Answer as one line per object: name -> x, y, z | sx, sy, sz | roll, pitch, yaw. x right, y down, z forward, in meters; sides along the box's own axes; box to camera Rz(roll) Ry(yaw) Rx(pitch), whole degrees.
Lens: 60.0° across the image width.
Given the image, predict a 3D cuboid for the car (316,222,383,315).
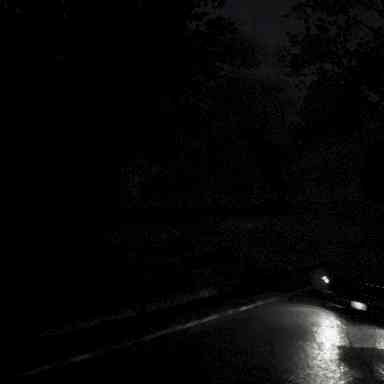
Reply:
car -> 5.009, 1.288, 7.350 | 5.357, 1.411, 2.033 | -8, 5, -36
